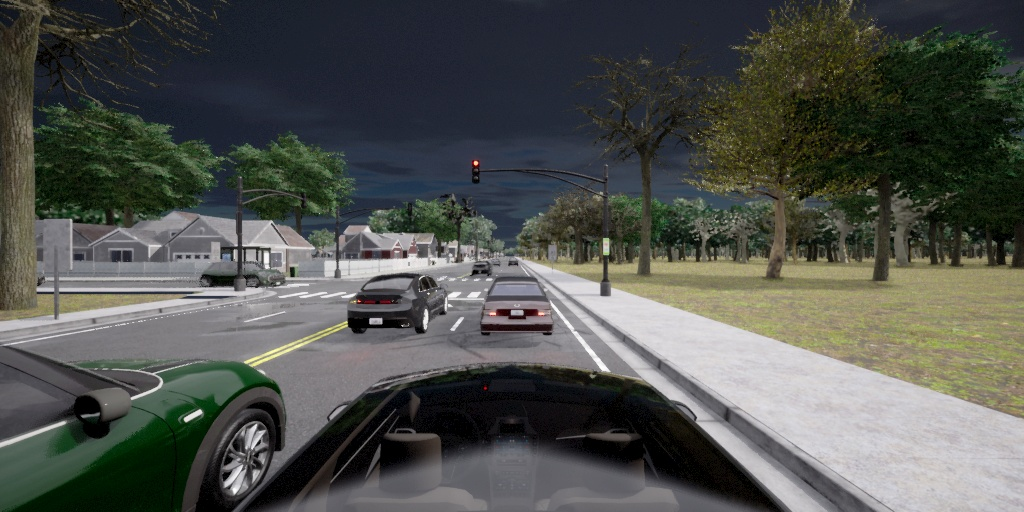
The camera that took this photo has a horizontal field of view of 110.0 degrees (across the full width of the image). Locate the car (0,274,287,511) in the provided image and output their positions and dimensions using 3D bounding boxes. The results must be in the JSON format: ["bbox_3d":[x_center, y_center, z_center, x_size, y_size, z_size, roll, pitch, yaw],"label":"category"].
[{"bbox_3d":[-3.149,1.102,1.476,2.097,1.767,4.553,0,0,0],"label":"car"}]

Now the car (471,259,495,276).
[{"bbox_3d":[-3.039,1.249,36.527,1.837,1.490,4.892,1,0,0],"label":"car"}]

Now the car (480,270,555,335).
[{"bbox_3d":[0.119,1.297,10.421,2.033,1.411,5.357,0,0,0],"label":"car"}]

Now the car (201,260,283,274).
[{"bbox_3d":[-16.794,1.122,22.504,4.553,1.767,2.097,0,0,5],"label":"car"}]

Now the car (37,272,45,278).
[{"bbox_3d":[-33.085,1.304,23.007,4.892,1.490,1.837,-1,0,0],"label":"car"}]

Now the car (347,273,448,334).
[{"bbox_3d":[-3.138,1.254,10.674,1.837,1.490,4.892,0,0,0],"label":"car"}]
